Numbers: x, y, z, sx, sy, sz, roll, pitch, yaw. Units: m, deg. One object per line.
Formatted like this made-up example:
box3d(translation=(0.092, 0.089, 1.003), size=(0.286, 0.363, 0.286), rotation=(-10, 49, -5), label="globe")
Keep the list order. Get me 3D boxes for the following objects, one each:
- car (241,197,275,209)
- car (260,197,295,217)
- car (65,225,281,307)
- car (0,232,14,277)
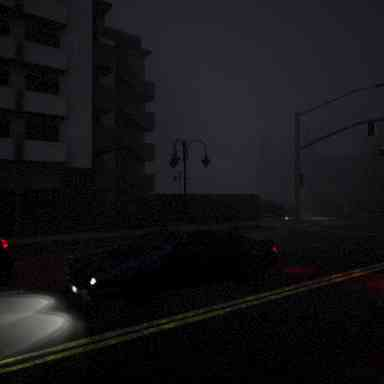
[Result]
box3d(translation=(9.386, 1.477, 47.884), size=(1.882, 1.535, 5.008), rotation=(0, 0, -33), label="car")
box3d(translation=(7.769, 1.478, 32.176), size=(1.882, 1.535, 5.008), rotation=(0, 0, -38), label="car")
box3d(translation=(-0.165, 1.547, 8.161), size=(5.357, 1.411, 2.033), rotation=(0, 0, -35), label="car")
box3d(translation=(-6.783, 1.353, 7.757), size=(4.553, 1.767, 2.097), rotation=(0, 0, -35), label="car")
